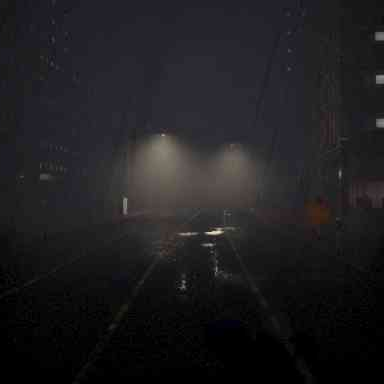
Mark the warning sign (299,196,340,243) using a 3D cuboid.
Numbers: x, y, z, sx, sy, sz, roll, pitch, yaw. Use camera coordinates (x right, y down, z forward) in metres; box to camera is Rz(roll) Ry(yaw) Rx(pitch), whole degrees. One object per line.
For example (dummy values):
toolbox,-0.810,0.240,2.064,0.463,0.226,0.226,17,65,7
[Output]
warning sign,5.257,1.108,13.810,1.300,1.860,1.060,-1,-1,3
